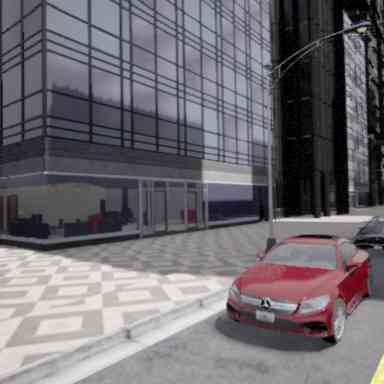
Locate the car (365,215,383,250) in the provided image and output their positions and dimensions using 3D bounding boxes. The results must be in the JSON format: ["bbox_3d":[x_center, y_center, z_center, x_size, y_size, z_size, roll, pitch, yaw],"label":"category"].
[{"bbox_3d":[8.800,1.767,14.862,2.033,1.411,5.357,-2,-2,39],"label":"car"}]

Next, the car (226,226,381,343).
[{"bbox_3d":[2.507,1.667,6.962,1.812,1.442,4.674,-2,-2,37],"label":"car"}]
